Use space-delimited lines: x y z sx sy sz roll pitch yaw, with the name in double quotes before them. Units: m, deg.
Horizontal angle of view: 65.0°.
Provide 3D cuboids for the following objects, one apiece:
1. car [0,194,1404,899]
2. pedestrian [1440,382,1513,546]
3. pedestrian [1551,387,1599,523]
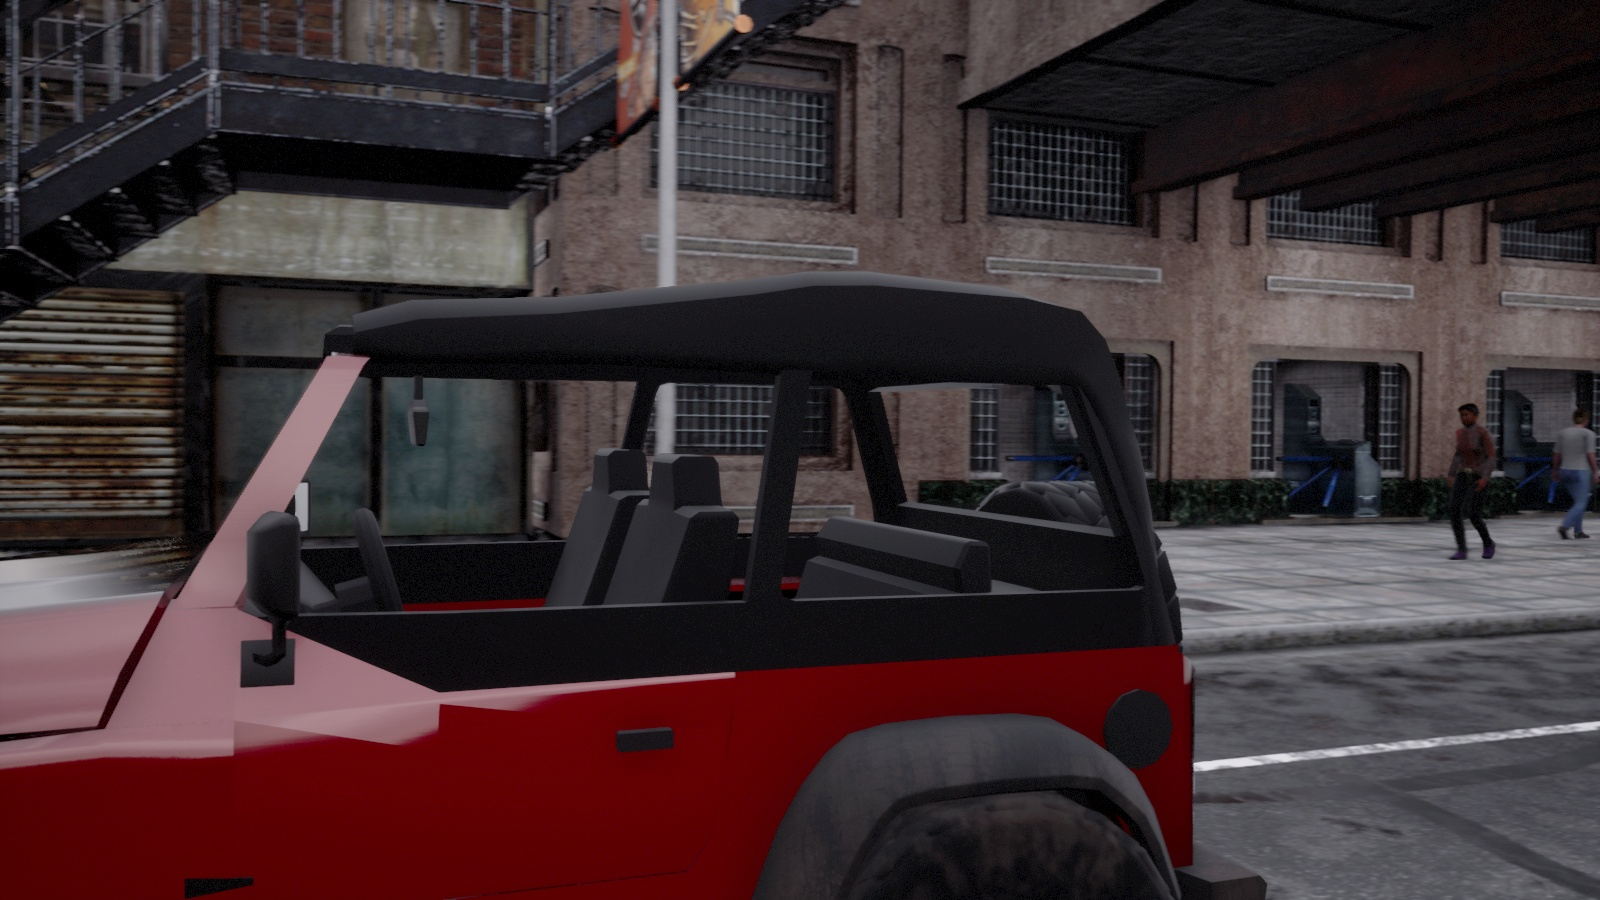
"car" -0.846 0.556 2.912 3.866 1.878 1.905 -1 1 -21
"pedestrian" 7.635 0.141 14.168 0.869 1.805 0.328 -1 1 -31
"pedestrian" 10.757 0.057 17.280 0.706 1.836 0.354 -1 1 -20
